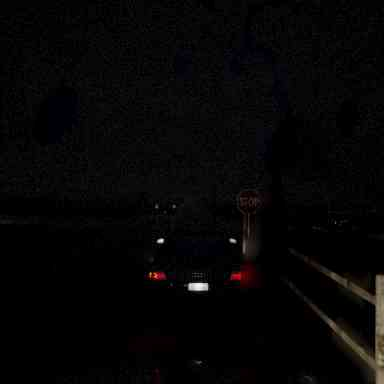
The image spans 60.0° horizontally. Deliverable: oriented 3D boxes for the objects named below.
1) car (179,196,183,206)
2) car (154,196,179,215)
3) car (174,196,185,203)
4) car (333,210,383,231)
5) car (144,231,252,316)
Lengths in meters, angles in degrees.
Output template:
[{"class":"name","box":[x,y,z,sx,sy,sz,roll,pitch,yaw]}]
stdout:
[{"class":"car","box":[-2.737,1.526,45.833,2.128,1.511,4.902,0,0,0]},{"class":"car","box":[-2.618,1.376,33.523,2.097,1.767,4.553,0,0,-2]},{"class":"car","box":[-2.606,1.566,69.329,2.128,1.511,4.902,0,0,0]},{"class":"car","box":[12.641,2.058,23.786,4.892,1.490,1.837,2,0,-2]},{"class":"car","box":[0.111,1.567,7.613,1.994,1.385,4.181,0,0,0]}]
